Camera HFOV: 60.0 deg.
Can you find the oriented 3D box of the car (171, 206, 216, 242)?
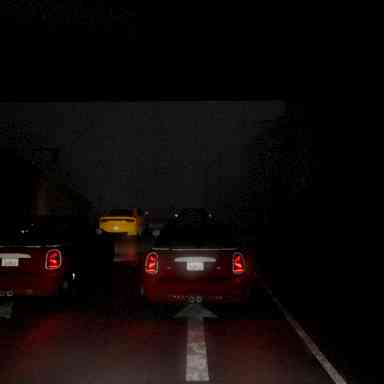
[{"bbox_3d":[0.068,1.547,17.618,2.033,1.411,5.357,0,0,0],"label":"car"}]

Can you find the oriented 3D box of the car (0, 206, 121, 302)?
[{"bbox_3d":[-3.428,1.352,8.419,2.097,1.767,4.553,0,0,0],"label":"car"}]

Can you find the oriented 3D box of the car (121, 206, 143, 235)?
[{"bbox_3d":[-3.433,1.478,17.508,1.882,1.535,5.008,0,0,0],"label":"car"}]

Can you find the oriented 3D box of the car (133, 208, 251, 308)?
[{"bbox_3d":[0.067,1.352,8.092,2.097,1.767,4.553,0,0,0],"label":"car"}]
